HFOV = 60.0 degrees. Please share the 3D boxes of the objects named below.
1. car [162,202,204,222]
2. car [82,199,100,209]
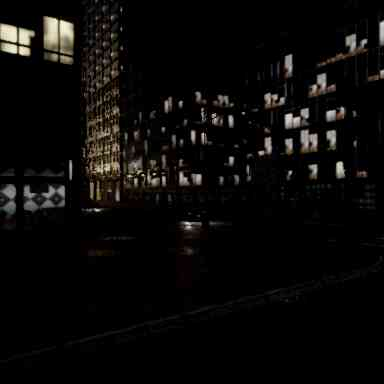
[{"bbox_3d":[-0.810,1.619,28.117,1.812,1.442,4.674,-1,0,-35],"label":"car"},{"bbox_3d":[-15.045,1.670,48.404,2.033,1.411,5.357,-1,0,-35],"label":"car"}]
